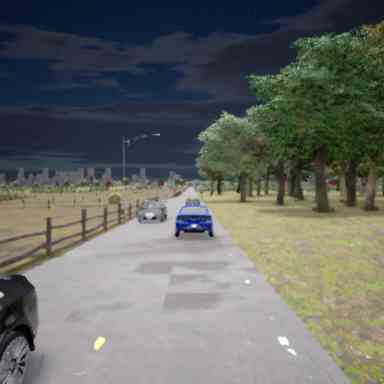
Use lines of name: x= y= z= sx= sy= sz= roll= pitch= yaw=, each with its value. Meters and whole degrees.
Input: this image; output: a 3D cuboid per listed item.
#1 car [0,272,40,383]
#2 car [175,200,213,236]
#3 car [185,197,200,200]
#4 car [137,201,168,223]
car: x=-2.827 y=1.487 z=2.227 sx=2.128 sy=1.511 sz=4.902 roll=0 pitch=0 yaw=0
car: x=0.107 y=1.439 z=18.101 sx=1.882 sy=1.535 sz=5.008 roll=0 pitch=0 yaw=0
car: x=0.115 y=1.326 z=42.386 sx=2.128 sy=1.511 sz=4.902 roll=0 pitch=0 yaw=0
car: x=-2.838 y=1.427 z=24.759 sx=2.128 sy=1.511 sz=4.902 roll=0 pitch=0 yaw=0
